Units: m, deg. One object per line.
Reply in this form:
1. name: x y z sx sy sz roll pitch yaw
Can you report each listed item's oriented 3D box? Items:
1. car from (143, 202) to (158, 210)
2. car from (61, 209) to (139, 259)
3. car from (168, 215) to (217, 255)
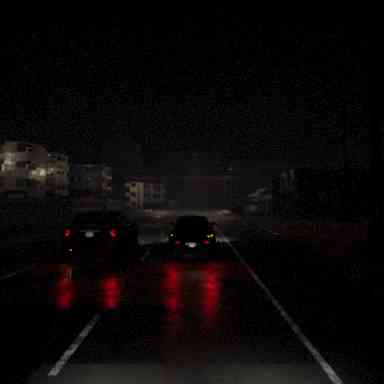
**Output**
1. car: -10.624 3.605 85.764 2.150 2.045 5.566 -1 -2 18
2. car: -3.484 1.514 13.464 2.097 1.767 4.553 0 -1 0
3. car: 0.020 1.695 13.905 1.812 1.442 4.674 0 -1 0
